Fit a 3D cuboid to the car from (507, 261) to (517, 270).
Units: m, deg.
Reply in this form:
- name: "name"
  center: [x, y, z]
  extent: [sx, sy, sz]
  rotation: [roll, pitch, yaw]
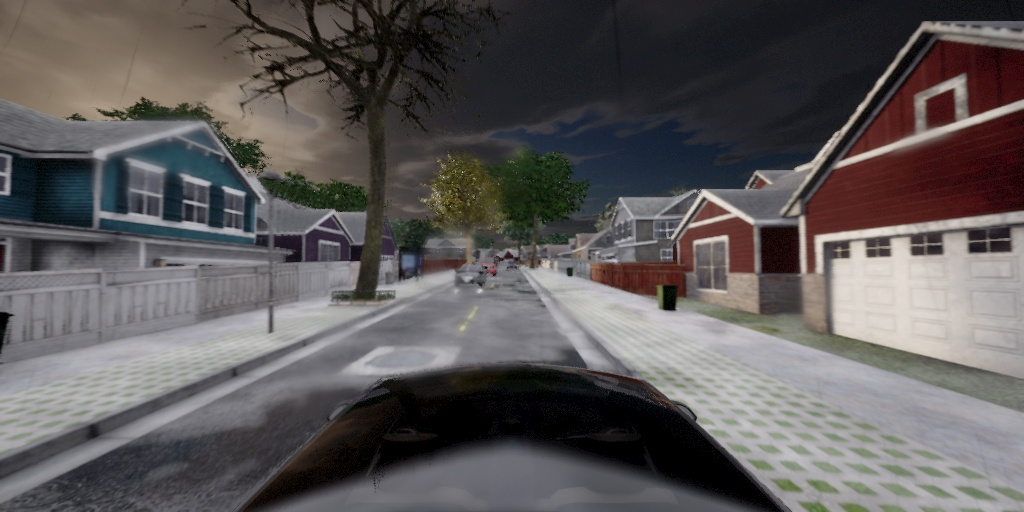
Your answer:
- name: "car"
  center: [-0.008, 1.585, 61.475]
  extent: [2.033, 1.411, 5.357]
  rotation: [0, 0, 0]

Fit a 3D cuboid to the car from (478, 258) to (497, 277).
- name: "car"
  center: [-2.755, 1.184, 38.487]
  extent: [2.150, 2.045, 5.566]
  rotation: [0, 0, 0]

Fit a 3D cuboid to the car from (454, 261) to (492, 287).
- name: "car"
  center: [-2.773, 1.295, 24.803]
  extent: [2.128, 1.511, 4.902]
  rotation: [0, 0, 0]
